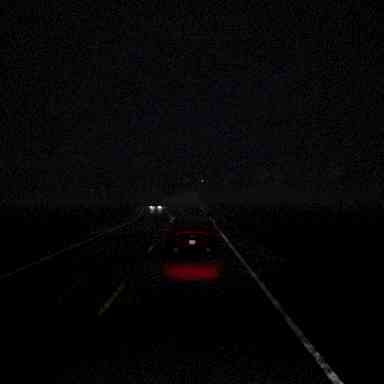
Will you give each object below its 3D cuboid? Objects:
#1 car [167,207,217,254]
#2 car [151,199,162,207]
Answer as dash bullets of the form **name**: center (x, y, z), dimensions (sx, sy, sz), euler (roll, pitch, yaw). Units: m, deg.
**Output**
- **car**: center (0.024, 1.636, 14.236), dimensions (1.882, 1.535, 5.008), euler (0, 0, 0)
- **car**: center (-6.980, 2.131, 65.587), dimensions (1.837, 1.490, 4.892), euler (0, 0, -1)
